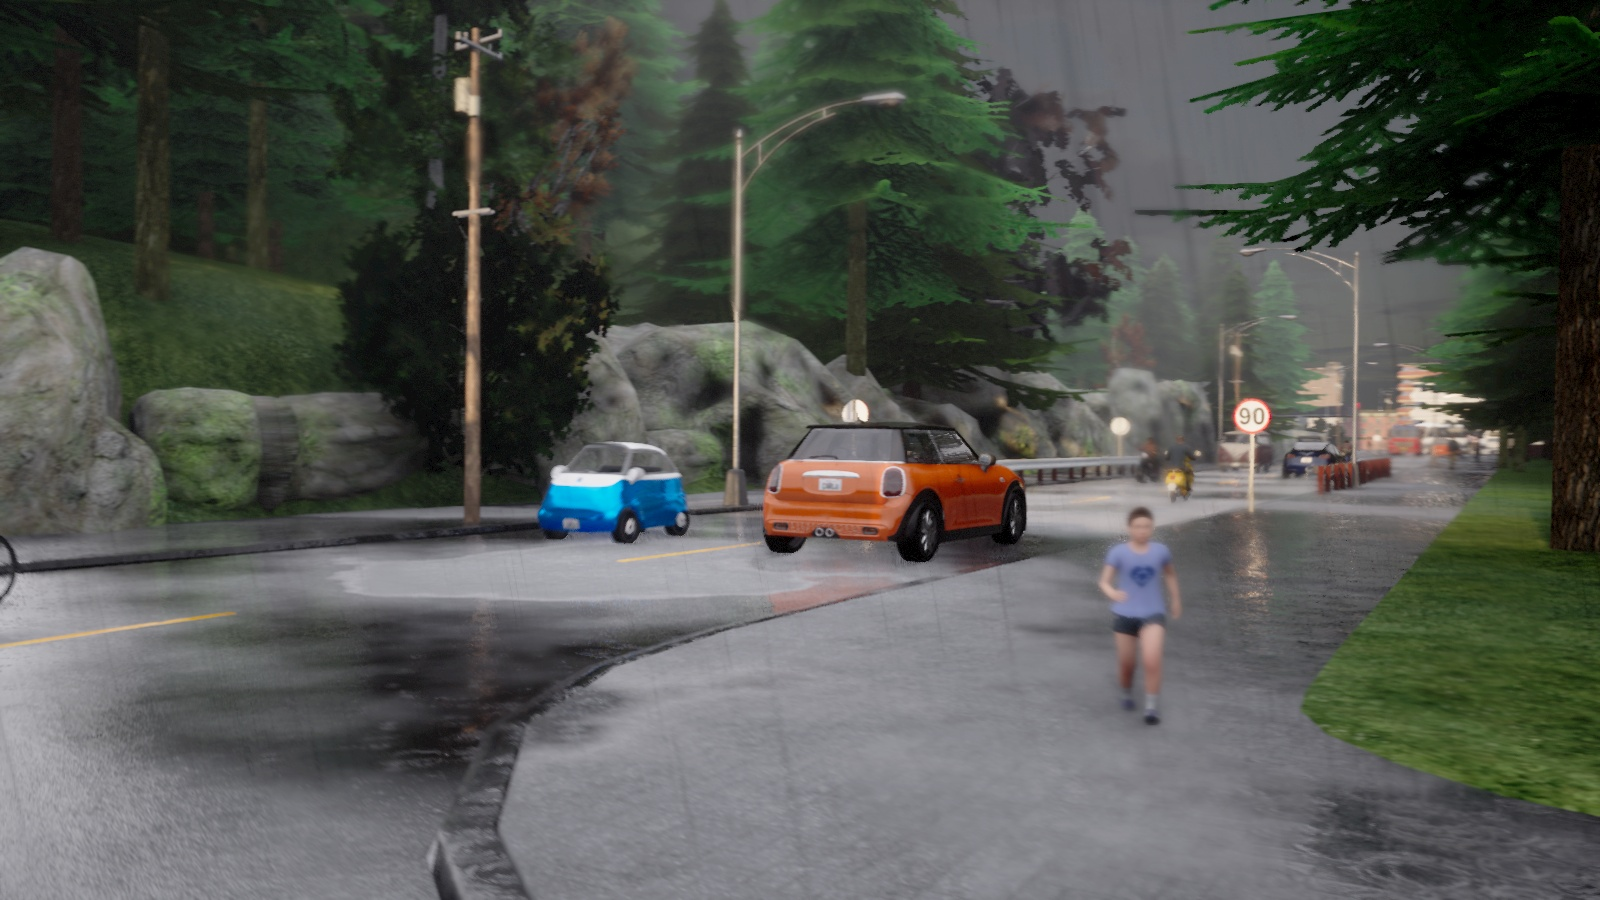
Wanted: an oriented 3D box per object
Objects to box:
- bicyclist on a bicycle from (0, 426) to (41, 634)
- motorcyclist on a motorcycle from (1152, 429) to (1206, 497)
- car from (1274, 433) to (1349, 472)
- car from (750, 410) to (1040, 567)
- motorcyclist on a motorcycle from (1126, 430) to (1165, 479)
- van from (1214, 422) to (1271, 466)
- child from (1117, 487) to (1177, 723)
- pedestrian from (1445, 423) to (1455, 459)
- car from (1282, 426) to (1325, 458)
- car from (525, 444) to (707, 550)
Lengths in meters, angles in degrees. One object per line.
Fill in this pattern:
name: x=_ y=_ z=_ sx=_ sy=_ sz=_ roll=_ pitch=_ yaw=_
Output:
bicyclist on a bicycle: x=-6.660 y=0.628 z=9.433 sx=0.582 sy=1.620 sz=1.656 roll=1 pitch=1 yaw=17
motorcyclist on a motorcycle: x=9.151 y=0.300 z=30.277 sx=0.866 sy=1.590 sz=1.817 roll=0 pitch=0 yaw=29
car: x=20.668 y=0.053 z=50.617 sx=2.163 sy=1.488 sz=4.792 roll=0 pitch=1 yaw=30
car: x=1.431 y=0.402 z=16.647 sx=2.097 sy=1.767 sz=4.553 roll=0 pitch=1 yaw=29
motorcyclist on a motorcycle: x=11.933 y=0.138 z=43.323 sx=0.766 sy=1.649 sz=2.350 roll=0 pitch=1 yaw=29
van: x=20.798 y=-0.285 z=58.912 sx=1.775 sy=1.987 sz=4.442 roll=0 pitch=1 yaw=30
child: x=1.710 y=0.744 z=6.204 sx=0.255 sy=1.110 sz=0.394 roll=0 pitch=1 yaw=11
pedestrian: x=33.406 y=-0.470 z=64.500 sx=0.402 sy=1.842 sz=0.726 roll=0 pitch=1 yaw=33
car: x=30.389 y=-0.485 z=75.701 sx=1.905 sy=1.878 sz=3.866 roll=0 pitch=1 yaw=30
car: x=-2.552 y=0.613 z=17.710 sx=1.481 sy=1.376 sz=2.207 roll=0 pitch=0 yaw=29
